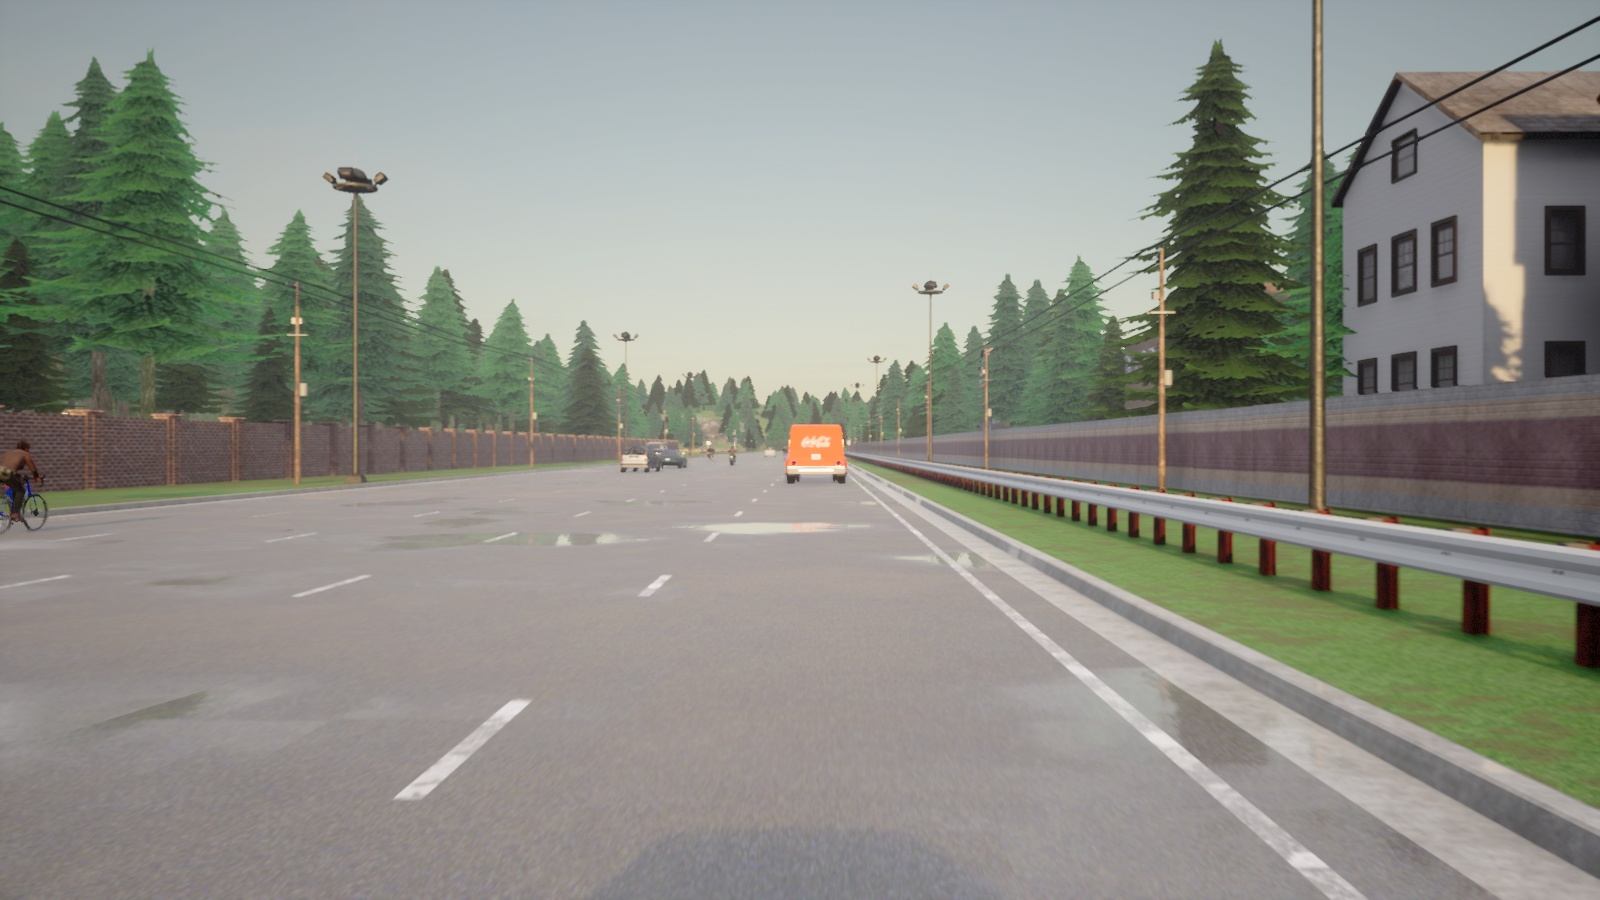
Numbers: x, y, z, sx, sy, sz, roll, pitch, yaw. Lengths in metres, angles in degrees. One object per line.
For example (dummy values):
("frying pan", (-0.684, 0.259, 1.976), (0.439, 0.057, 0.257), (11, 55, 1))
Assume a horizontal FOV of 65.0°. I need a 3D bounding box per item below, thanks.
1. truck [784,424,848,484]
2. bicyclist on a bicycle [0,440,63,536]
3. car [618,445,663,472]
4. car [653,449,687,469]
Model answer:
("truck", (0.679, 0.161, 54.026), (2.627, 2.467, 5.204), (0, 0, 1))
("bicyclist on a bicycle", (-13.717, 0.644, 22.022), (0.582, 1.620, 1.656), (0, 0, 1))
("car", (-9.678, 0.491, 76.500), (1.851, 1.617, 3.988), (0, 0, 7))
("car", (-9.367, 0.630, 90.748), (1.994, 1.385, 4.181), (0, 0, 1))
